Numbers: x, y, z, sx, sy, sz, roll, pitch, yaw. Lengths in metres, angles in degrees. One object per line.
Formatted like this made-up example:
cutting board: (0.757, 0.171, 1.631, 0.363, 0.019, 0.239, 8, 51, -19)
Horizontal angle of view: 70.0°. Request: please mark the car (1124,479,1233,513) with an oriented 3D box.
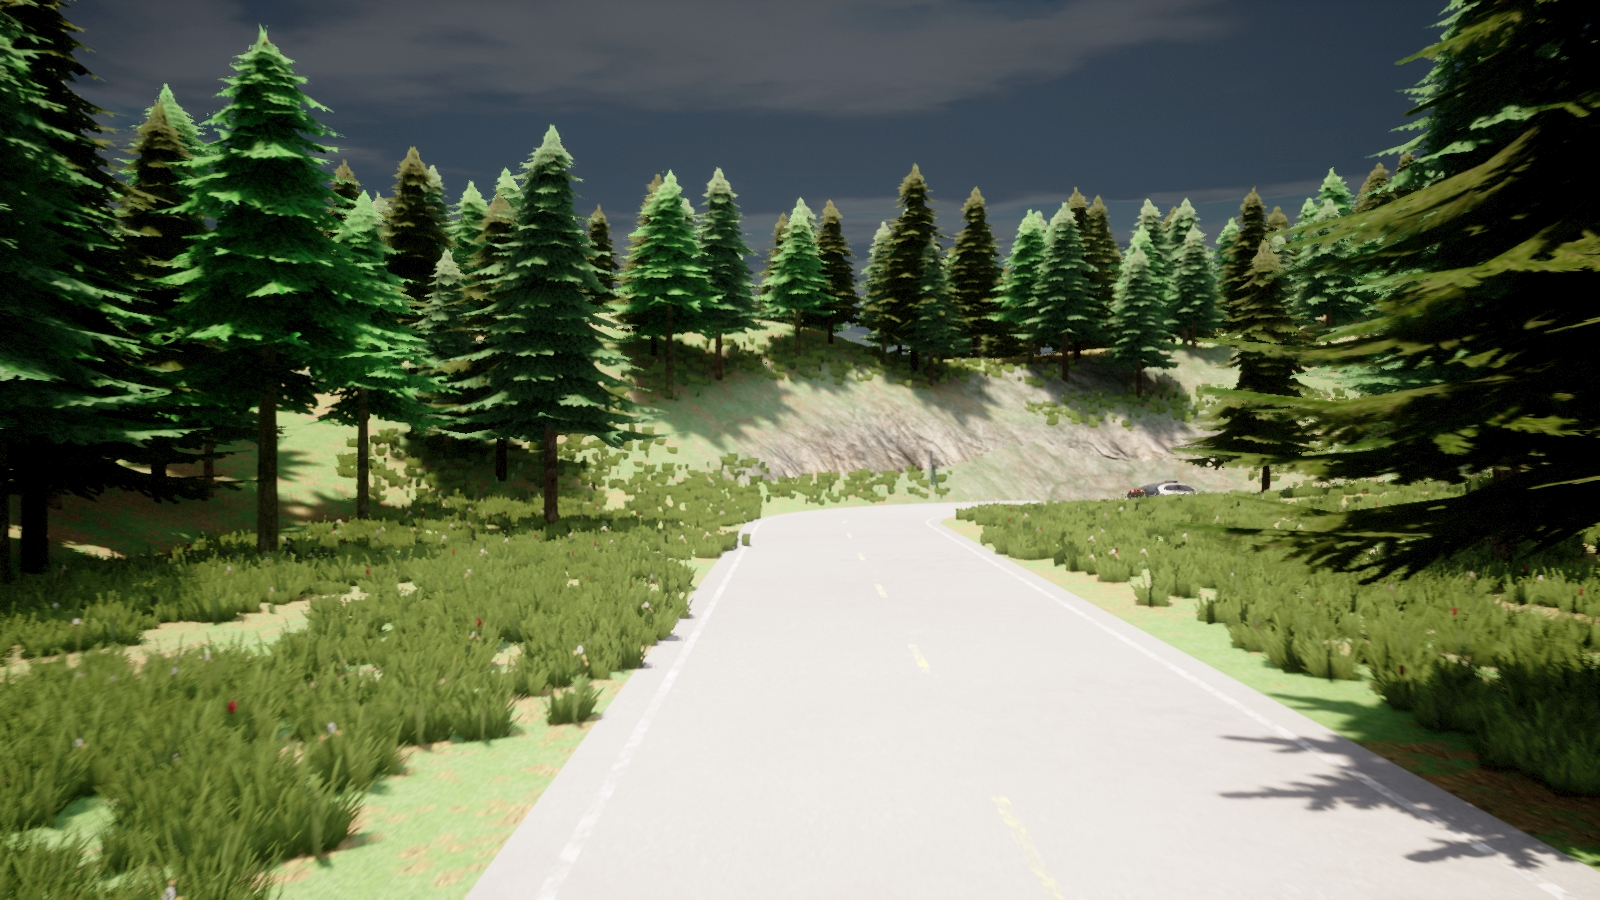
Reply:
car: (19.698, 2.388, 59.536, 4.974, 1.542, 2.038, 2, -1, -11)
